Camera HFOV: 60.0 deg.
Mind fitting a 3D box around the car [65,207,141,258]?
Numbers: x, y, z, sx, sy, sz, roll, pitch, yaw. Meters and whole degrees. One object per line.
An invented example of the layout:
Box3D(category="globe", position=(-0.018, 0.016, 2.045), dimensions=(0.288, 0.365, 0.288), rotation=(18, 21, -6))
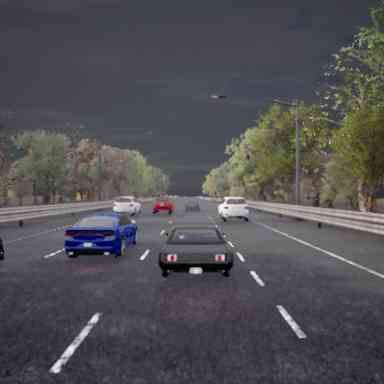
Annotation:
Box3D(category="car", position=(-3.402, 1.584, 13.324), dimensions=(1.882, 1.535, 5.008), rotation=(0, 0, 0))

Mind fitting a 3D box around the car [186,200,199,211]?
Box3D(category="car", position=(0.089, 1.886, 47.619), dimensions=(2.128, 1.511, 4.902), rotation=(0, 0, 0))

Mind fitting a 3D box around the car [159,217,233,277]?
Box3D(category="car", position=(0.100, 1.684, 10.499), dimensions=(1.895, 1.301, 4.718), rotation=(0, 0, 0))

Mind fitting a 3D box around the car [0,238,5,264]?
Box3D(category="car", position=(-6.900, 1.419, 8.567), dimensions=(2.097, 1.767, 4.553), rotation=(0, -1, 0))

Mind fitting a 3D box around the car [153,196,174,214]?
Box3D(category="car", position=(-3.411, 1.555, 40.309), dimensions=(2.150, 2.045, 5.566), rotation=(0, 0, 0))

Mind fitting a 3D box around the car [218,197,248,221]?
Box3D(category="car", position=(3.591, 1.464, 29.502), dimensions=(2.150, 2.045, 5.566), rotation=(0, 0, 0))

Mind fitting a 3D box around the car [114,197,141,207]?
Box3D(category="car", position=(-6.906, 1.517, 35.848), dimensions=(2.150, 2.045, 5.566), rotation=(0, 0, 0))
